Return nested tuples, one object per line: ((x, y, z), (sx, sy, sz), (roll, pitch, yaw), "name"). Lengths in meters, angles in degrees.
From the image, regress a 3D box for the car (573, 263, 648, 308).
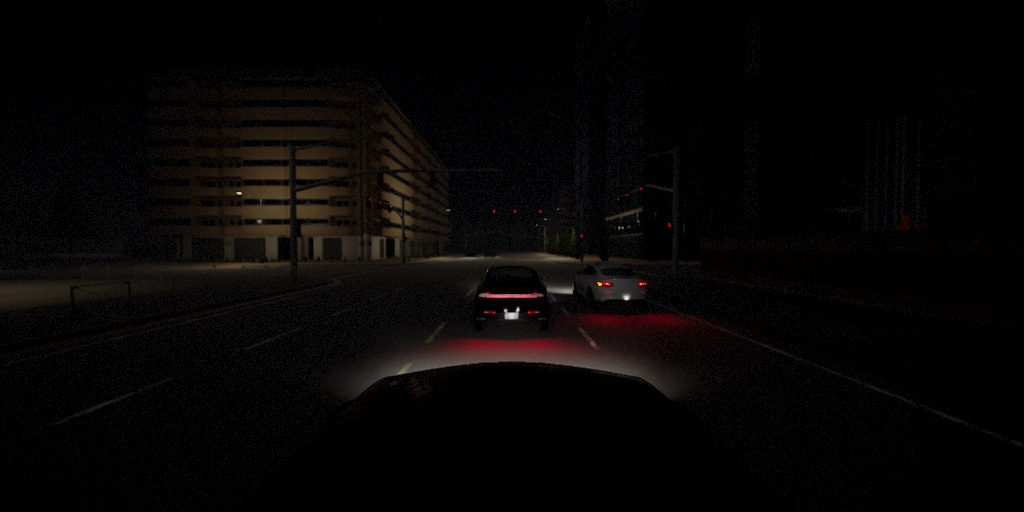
((3.481, 0.970, 13.234), (1.812, 1.442, 4.674), (0, 1, 0), "car")

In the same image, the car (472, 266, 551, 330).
((-0.010, 1.017, 10.157), (2.128, 1.511, 4.902), (0, 1, 0), "car")
